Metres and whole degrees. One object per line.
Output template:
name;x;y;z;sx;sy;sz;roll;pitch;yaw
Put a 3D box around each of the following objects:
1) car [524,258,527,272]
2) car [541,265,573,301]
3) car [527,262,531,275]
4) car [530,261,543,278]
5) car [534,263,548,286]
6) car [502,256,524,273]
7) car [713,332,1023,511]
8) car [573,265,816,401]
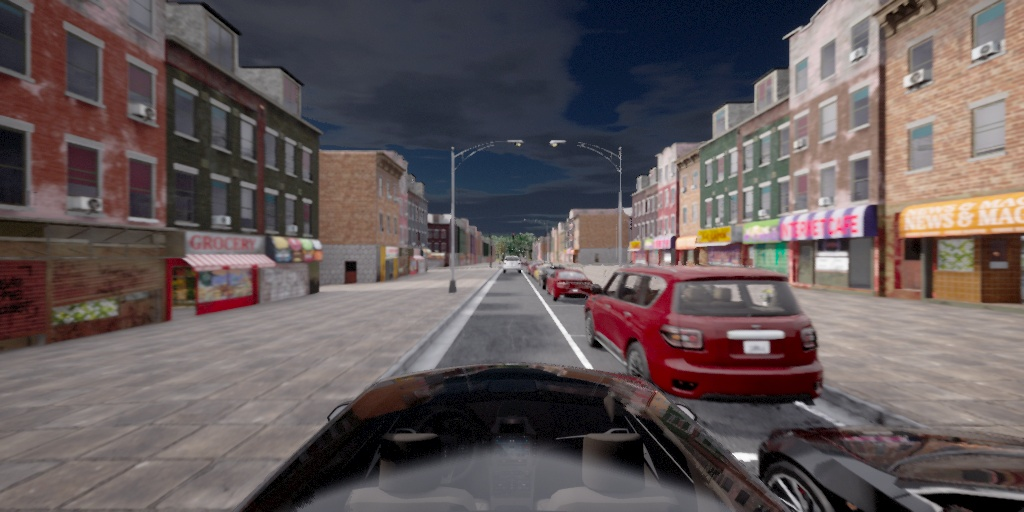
car;2.641;1.238;39.050;1.967;1.591;4.097;0;0;0
car;2.639;1.302;17.183;1.888;1.381;4.507;0;0;0
car;2.641;1.367;33.583;1.802;1.307;4.207;0;0;0
car;2.640;1.299;28.286;1.751;1.417;4.829;0;0;0
car;2.640;1.331;22.650;1.948;1.339;4.313;0;0;0
car;0.004;1.033;43.773;2.150;2.045;5.566;0;0;0
car;2.638;1.316;0.783;1.948;1.339;4.313;0;0;0
car;2.639;1.065;6.249;2.192;1.841;5.009;0;0;0
